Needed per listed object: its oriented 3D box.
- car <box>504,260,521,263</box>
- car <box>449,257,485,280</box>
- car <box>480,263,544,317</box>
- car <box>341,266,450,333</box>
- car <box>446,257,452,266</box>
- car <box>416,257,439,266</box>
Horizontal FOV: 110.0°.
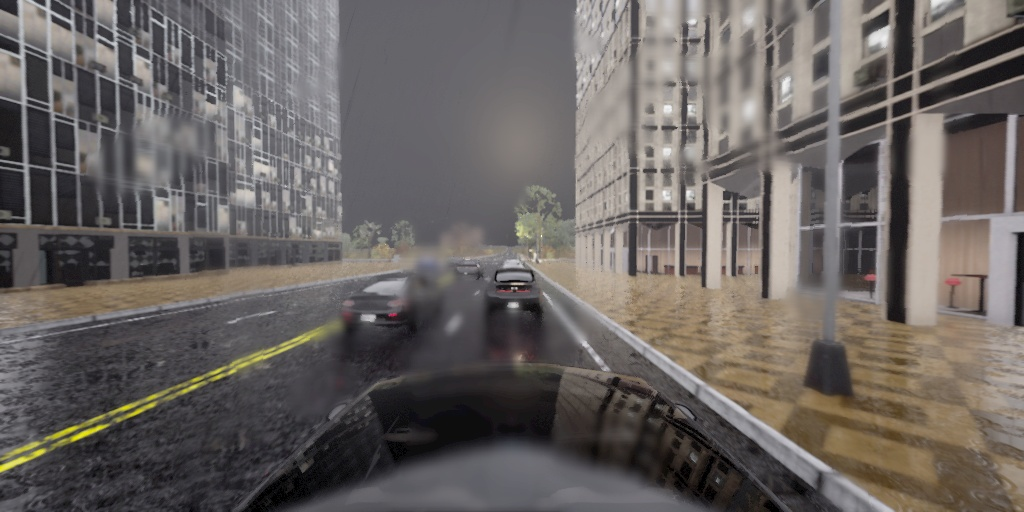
[{"bbox_3d":[0.067,1.030,28.636,1.812,1.442,4.674,0,1,0],"label":"car"},{"bbox_3d":[-3.179,1.005,27.671,2.128,1.511,4.902,0,1,0],"label":"car"},{"bbox_3d":[0.079,1.156,12.597,1.837,1.490,4.892,0,0,0],"label":"car"},{"bbox_3d":[-3.181,1.198,10.302,1.812,1.442,4.674,0,1,0],"label":"car"},{"bbox_3d":[-6.612,0.879,42.503,1.837,1.490,4.892,0,0,0],"label":"car"},{"bbox_3d":[-9.861,0.854,42.053,1.882,1.535,5.008,0,0,0],"label":"car"}]
